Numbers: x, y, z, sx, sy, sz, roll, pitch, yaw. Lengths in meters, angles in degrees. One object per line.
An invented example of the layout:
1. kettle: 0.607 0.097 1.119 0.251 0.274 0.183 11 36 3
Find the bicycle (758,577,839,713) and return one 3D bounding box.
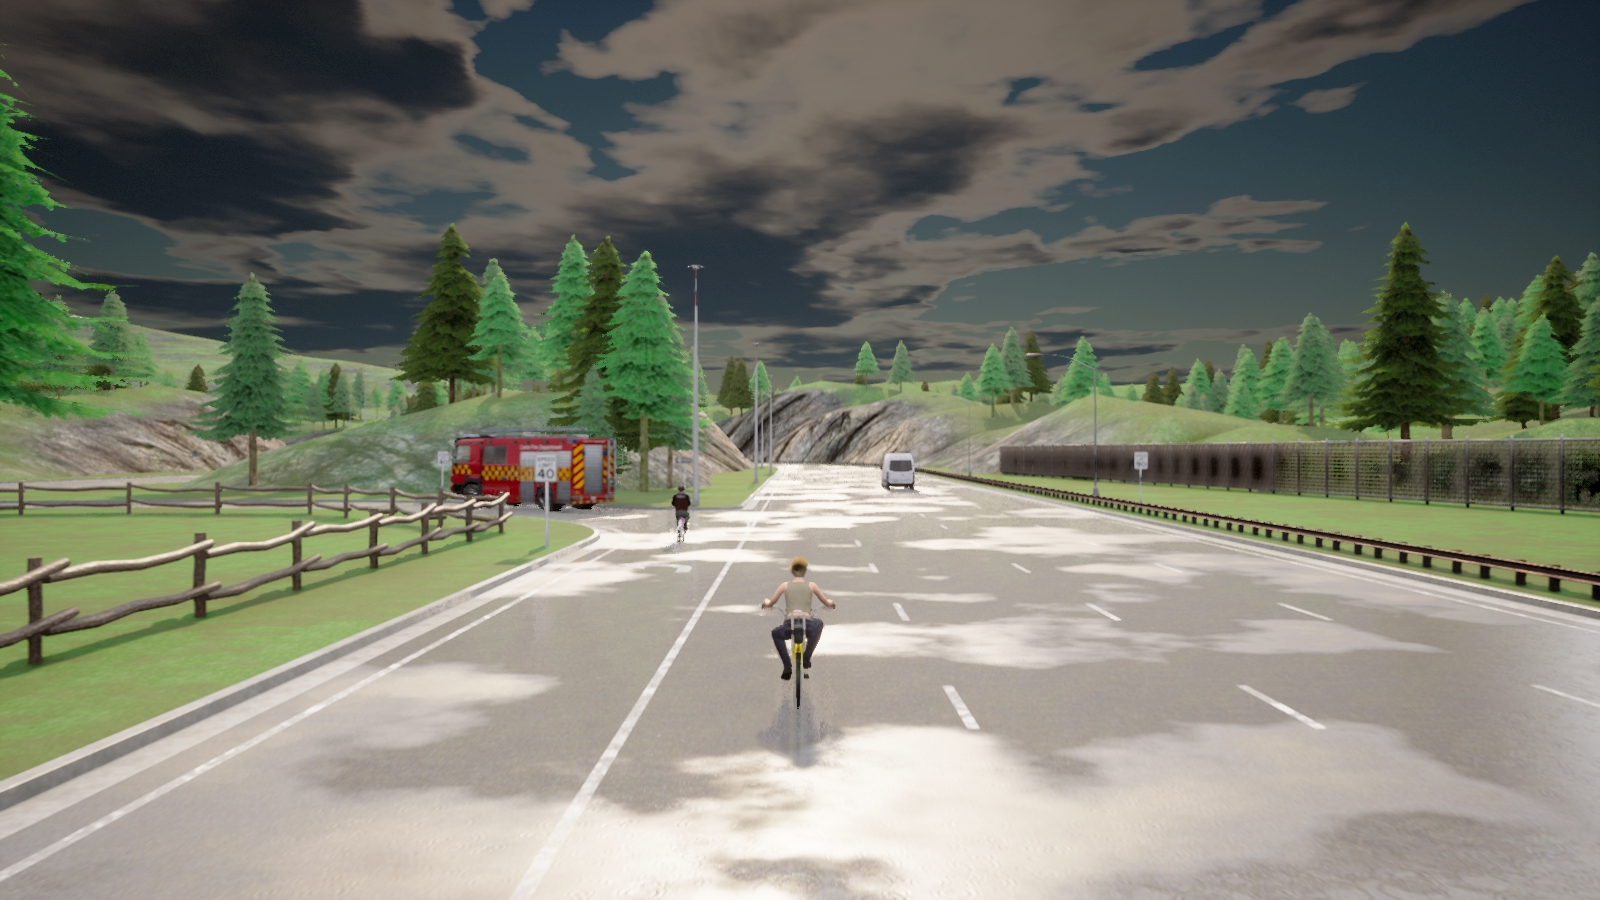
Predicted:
1. bicycle: -0.014 2.158 12.886 0.859 1.276 1.487 0 0 0

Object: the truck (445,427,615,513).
1. truck: -12.966 0.893 54.481 8.468 3.827 2.891 0 0 34

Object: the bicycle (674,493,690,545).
1. bicycle: -3.553 2.062 34.432 0.329 1.471 1.835 0 0 -1
